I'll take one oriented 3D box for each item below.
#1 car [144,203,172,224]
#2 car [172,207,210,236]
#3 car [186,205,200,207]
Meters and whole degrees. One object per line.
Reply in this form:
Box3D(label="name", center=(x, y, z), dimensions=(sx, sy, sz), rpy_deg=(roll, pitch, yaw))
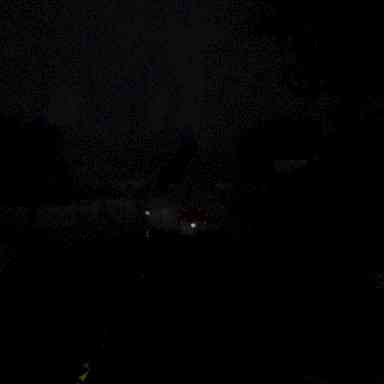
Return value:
Box3D(label="car", center=(-2.798, 1.728, 28.453), dimensions=(2.097, 1.767, 4.553), rpy_deg=(0, -1, 0))
Box3D(label="car", center=(0.061, 1.816, 20.125), dimensions=(1.994, 1.385, 4.181), rpy_deg=(0, -1, 0))
Box3D(label="car", center=(0.033, 2.077, 37.109), dimensions=(1.994, 1.385, 4.181), rpy_deg=(0, -1, 0))
